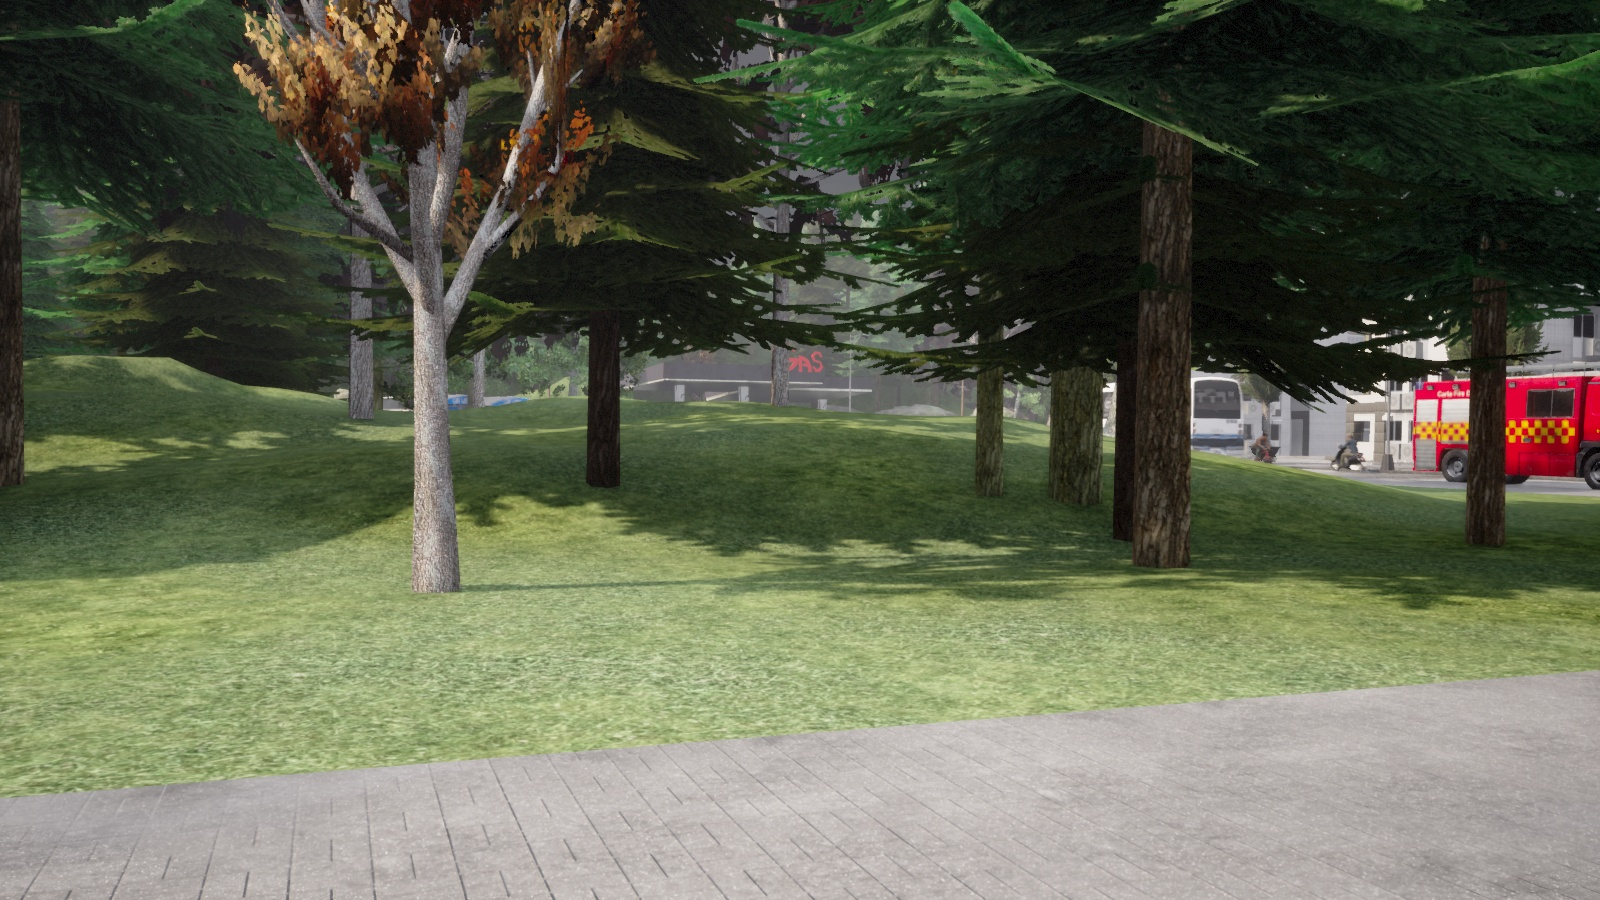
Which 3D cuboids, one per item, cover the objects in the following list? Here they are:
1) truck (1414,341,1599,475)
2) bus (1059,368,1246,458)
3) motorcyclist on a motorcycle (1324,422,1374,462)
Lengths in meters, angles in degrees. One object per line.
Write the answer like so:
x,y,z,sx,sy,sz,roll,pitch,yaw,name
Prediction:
23.339,-1.245,38.456,2.891,3.827,8.468,-1,1,-20,truck
17.867,-1.824,64.668,3.944,4.253,10.273,-1,1,-20,bus
22.649,-0.337,51.855,0.866,1.590,1.817,-1,1,-20,motorcyclist on a motorcycle
